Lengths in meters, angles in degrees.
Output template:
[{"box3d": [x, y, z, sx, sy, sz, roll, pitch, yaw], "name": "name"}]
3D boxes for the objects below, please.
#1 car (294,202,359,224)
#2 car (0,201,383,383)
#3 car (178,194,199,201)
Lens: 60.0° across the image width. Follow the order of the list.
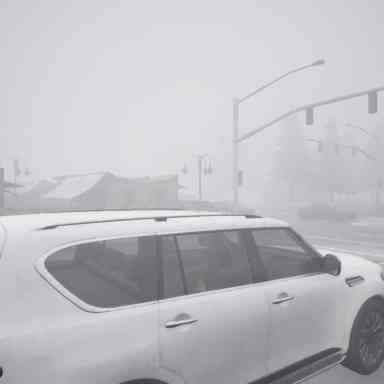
[{"box3d": [10.285, 1.564, 25.657, 1.994, 1.385, 4.181, 0, 0, -44], "name": "car"}, {"box3d": [0.183, 1.221, 3.944, 5.566, 2.045, 2.150, 0, 0, -35], "name": "car"}, {"box3d": [-0.534, 1.221, 39.323, 2.150, 2.045, 5.566, 0, 0, -37], "name": "car"}]
